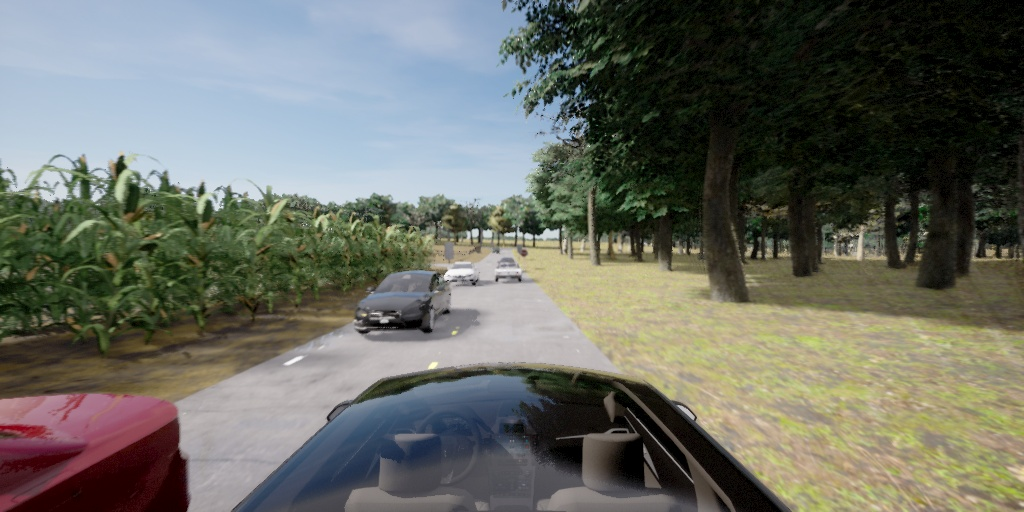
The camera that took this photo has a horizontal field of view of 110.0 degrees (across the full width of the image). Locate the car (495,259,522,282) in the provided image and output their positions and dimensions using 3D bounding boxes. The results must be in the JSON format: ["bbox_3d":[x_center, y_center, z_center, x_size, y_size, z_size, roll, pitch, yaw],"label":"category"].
[{"bbox_3d":[-0.291,1.124,26.231,1.895,1.301,4.718,0,1,-2],"label":"car"}]

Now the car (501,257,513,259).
[{"bbox_3d":[-0.501,0.892,37.749,1.837,1.490,4.892,0,1,-1],"label":"car"}]

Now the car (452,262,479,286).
[{"bbox_3d":[-3.180,1.103,23.585,1.812,1.442,4.674,0,1,-1],"label":"car"}]

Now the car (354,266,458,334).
[{"bbox_3d":[-2.974,1.222,10.685,1.837,1.490,4.892,0,1,-1],"label":"car"}]
